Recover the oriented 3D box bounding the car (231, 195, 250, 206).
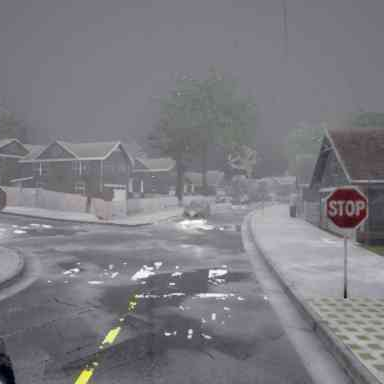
[{"bbox_3d":[7.927,1.270,54.117,2.097,1.767,4.553,0,-1,24],"label":"car"}]

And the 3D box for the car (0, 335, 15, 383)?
[{"bbox_3d":[-2.685,1.572,1.445,1.994,1.385,4.181,0,0,1],"label":"car"}]

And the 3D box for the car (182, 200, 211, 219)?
[{"bbox_3d":[0.490,1.520,28.995,2.128,1.511,4.902,0,1,12],"label":"car"}]

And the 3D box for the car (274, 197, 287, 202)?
[{"bbox_3d":[20.704,1.738,77.459,1.994,1.385,4.181,-1,-1,33],"label":"car"}]
